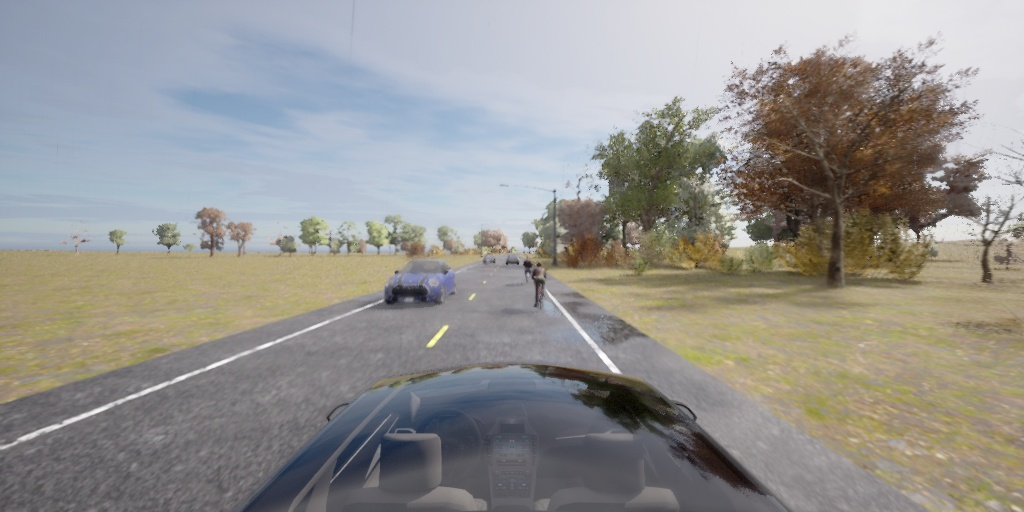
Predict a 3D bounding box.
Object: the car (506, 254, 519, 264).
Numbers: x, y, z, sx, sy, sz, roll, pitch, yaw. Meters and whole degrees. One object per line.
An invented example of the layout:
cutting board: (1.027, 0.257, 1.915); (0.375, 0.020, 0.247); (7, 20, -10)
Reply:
car: (0.075, 0.570, 55.702); (1.994, 1.385, 4.181); (0, 1, 0)

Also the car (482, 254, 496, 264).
car: (-3.560, 0.492, 56.126); (2.128, 1.511, 4.902); (0, 1, 0)

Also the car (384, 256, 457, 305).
car: (-3.597, 0.922, 14.802); (2.097, 1.767, 4.553); (0, 1, 0)

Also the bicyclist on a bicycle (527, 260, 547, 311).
bicyclist on a bicycle: (0.961, 1.054, 12.518); (0.582, 1.620, 1.656); (0, 0, 0)

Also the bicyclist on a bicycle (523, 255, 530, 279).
bicyclist on a bicycle: (0.959, 0.843, 21.903); (0.659, 1.776, 1.843); (0, 1, 0)
